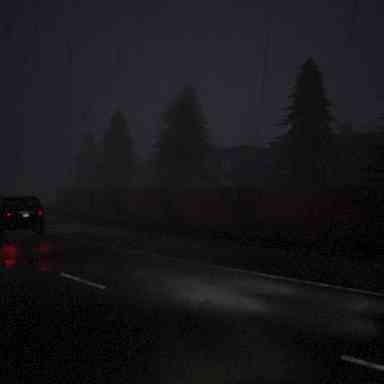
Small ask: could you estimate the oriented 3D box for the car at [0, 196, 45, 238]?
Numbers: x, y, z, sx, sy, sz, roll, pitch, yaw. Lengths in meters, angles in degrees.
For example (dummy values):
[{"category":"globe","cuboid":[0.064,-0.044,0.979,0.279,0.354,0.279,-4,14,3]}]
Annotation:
[{"category":"car","cuboid":[-9.841,1.226,18.112,2.150,2.045,5.566,0,0,-42]}]
